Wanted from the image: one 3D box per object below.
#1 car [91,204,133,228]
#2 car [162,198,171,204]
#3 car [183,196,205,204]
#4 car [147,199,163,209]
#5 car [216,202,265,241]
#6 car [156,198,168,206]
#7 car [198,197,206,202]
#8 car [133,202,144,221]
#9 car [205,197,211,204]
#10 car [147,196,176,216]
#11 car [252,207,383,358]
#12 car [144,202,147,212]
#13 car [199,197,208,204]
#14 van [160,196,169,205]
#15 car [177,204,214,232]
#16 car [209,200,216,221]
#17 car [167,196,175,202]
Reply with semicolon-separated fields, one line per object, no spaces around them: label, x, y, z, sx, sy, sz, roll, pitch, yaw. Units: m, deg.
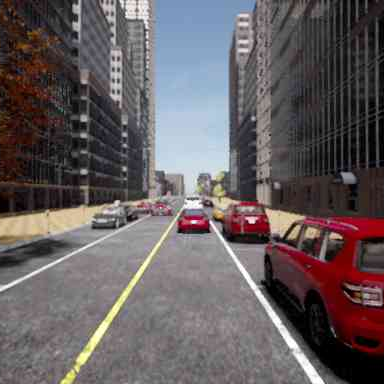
car;-5.679;1.706;23.138;2.008;1.369;4.403;0;0;0
car;-5.663;2.046;74.368;1.802;1.307;4.206;0;0;0
car;0.118;1.484;40.505;2.150;2.045;5.566;0;0;0
car;-5.670;1.881;51.599;2.008;1.369;4.403;0;0;0
car;2.701;1.433;17.434;2.192;1.841;5.009;0;0;0
car;-5.666;1.943;62.983;1.887;1.381;4.507;0;0;0
car;2.723;2.141;91.427;1.802;1.307;4.206;0;0;0
car;-5.677;1.757;28.831;1.947;1.339;4.313;0;0;0
car;2.712;1.930;57.276;1.947;1.339;4.313;0;0;0
car;-3.083;1.581;34.820;2.097;1.767;4.553;0;0;0
car;2.698;1.357;6.049;2.192;1.841;5.009;0;0;0
car;-5.673;1.844;40.213;1.802;1.307;4.206;0;0;0
car;2.720;1.936;80.043;1.967;1.590;4.097;0;0;0
van;-5.664;1.772;68.677;1.690;1.788;3.998;0;0;0
car;0.109;1.707;21.246;1.994;1.385;4.181;0;0;0
car;2.704;1.717;28.985;1.752;1.417;4.829;0;0;0
car;-5.657;1.999;91.444;1.967;1.590;4.097;0;0;0
